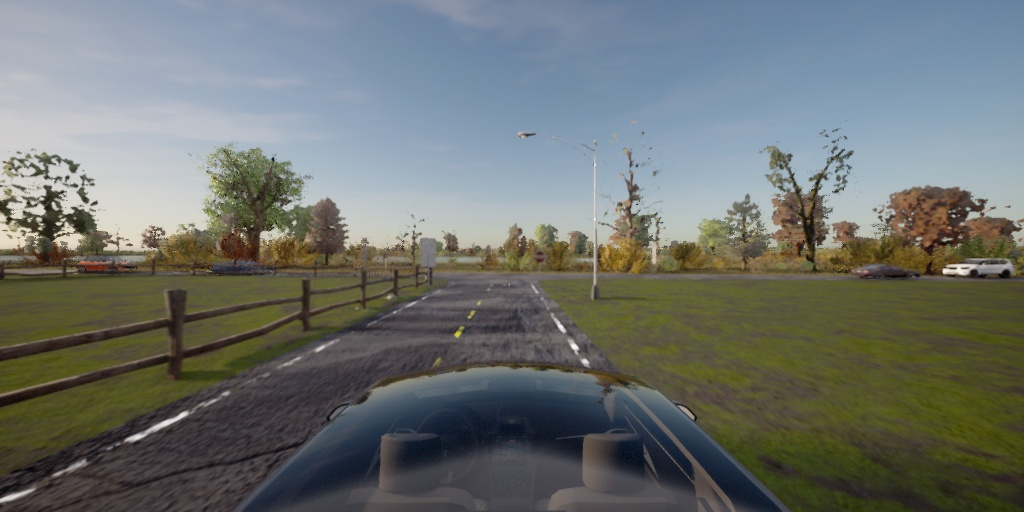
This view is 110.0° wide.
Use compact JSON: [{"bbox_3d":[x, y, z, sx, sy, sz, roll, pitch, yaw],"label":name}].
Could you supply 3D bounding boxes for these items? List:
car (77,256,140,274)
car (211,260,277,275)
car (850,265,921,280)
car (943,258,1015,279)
[{"bbox_3d":[-39.492,0.787,35.205,4.553,1.767,2.097,0,0,0],"label":"car"},{"bbox_3d":[-26.244,1.105,35.173,5.357,1.411,2.033,1,0,0],"label":"car"},{"bbox_3d":[36.369,1.546,35.027,5.357,1.411,2.033,0,0,0],"label":"car"},{"bbox_3d":[49.068,1.284,37.744,5.566,2.045,2.150,0,0,0],"label":"car"}]
